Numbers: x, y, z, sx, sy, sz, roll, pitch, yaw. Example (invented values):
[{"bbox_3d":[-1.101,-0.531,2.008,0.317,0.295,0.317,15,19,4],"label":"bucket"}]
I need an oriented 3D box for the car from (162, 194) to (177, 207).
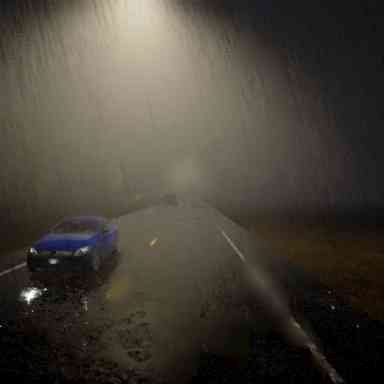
[{"bbox_3d":[-3.578,1.297,54.215,2.150,2.045,5.566,0,0,1],"label":"car"}]

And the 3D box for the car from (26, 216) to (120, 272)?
[{"bbox_3d":[-3.607,1.542,10.981,1.812,1.442,4.674,0,0,0],"label":"car"}]
